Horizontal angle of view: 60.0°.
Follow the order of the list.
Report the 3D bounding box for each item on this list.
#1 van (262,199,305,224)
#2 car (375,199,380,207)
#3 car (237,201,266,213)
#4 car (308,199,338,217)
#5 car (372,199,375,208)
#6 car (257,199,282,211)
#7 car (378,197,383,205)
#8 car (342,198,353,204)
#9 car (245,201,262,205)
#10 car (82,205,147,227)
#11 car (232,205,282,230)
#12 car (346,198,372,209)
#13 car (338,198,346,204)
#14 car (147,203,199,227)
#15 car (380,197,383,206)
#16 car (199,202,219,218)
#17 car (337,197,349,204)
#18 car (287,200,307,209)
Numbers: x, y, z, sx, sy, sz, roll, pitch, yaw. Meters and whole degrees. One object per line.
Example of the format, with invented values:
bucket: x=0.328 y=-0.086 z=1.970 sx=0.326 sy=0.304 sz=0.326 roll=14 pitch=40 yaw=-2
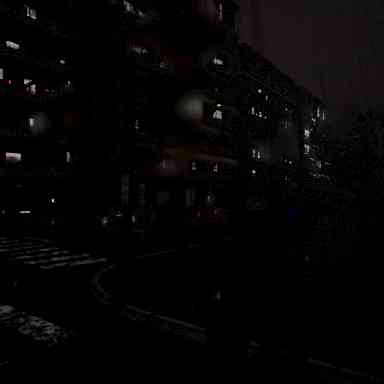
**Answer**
van: x=7.643 y=1.647 z=27.616 sx=1.690 sy=1.788 sz=3.998 roll=1 pitch=0 yaw=36
car: x=33.918 y=2.104 z=63.240 sx=1.967 sy=1.590 sz=4.097 roll=1 pitch=0 yaw=36
car: x=7.471 y=1.840 z=41.503 sx=1.802 sy=1.307 sz=4.206 roll=1 pitch=0 yaw=36
car: x=14.212 y=1.837 z=36.522 sx=1.967 sy=1.590 sz=4.097 roll=1 pitch=0 yaw=36
car: x=30.632 y=2.202 z=58.786 sx=1.802 sy=1.307 sz=4.206 roll=1 pitch=0 yaw=36
car: x=10.757 y=1.743 z=45.956 sx=1.967 sy=1.590 sz=4.097 roll=1 pitch=0 yaw=36
car: x=47.059 y=2.151 z=81.053 sx=2.192 sy=1.841 sz=5.009 roll=1 pitch=0 yaw=36
car: x=40.216 y=2.220 z=85.896 sx=1.752 sy=1.417 sz=4.829 roll=1 pitch=0 yaw=36
car: x=8.283 y=1.776 z=38.214 sx=2.128 sy=1.511 sz=4.902 roll=1 pitch=0 yaw=37
car: x=-5.667 y=1.626 z=23.690 sx=2.008 sy=1.369 sz=4.403 roll=1 pitch=0 yaw=36
car: x=4.357 y=1.827 z=23.162 sx=1.947 sy=1.339 sz=4.313 roll=1 pitch=0 yaw=36
car: x=27.351 y=1.891 z=54.334 sx=2.192 sy=1.841 sz=5.009 roll=1 pitch=0 yaw=36
car: x=33.748 y=2.177 z=77.126 sx=1.947 sy=1.339 sz=4.313 roll=1 pitch=0 yaw=36
car: x=-1.879 y=1.620 z=24.454 sx=1.882 sy=1.535 sz=5.008 roll=1 pitch=0 yaw=36
car: x=37.202 y=2.252 z=67.693 sx=1.887 sy=1.381 sz=4.507 roll=1 pitch=0 yaw=36
car: x=0.903 y=1.712 z=32.596 sx=1.887 sy=1.381 sz=4.507 roll=1 pitch=0 yaw=36
car: x=37.034 y=2.094 z=81.580 sx=1.967 sy=1.590 sz=4.097 roll=1 pitch=0 yaw=36
car: x=17.325 y=1.974 z=54.862 sx=1.802 sy=1.307 sz=4.206 roll=1 pitch=0 yaw=36
